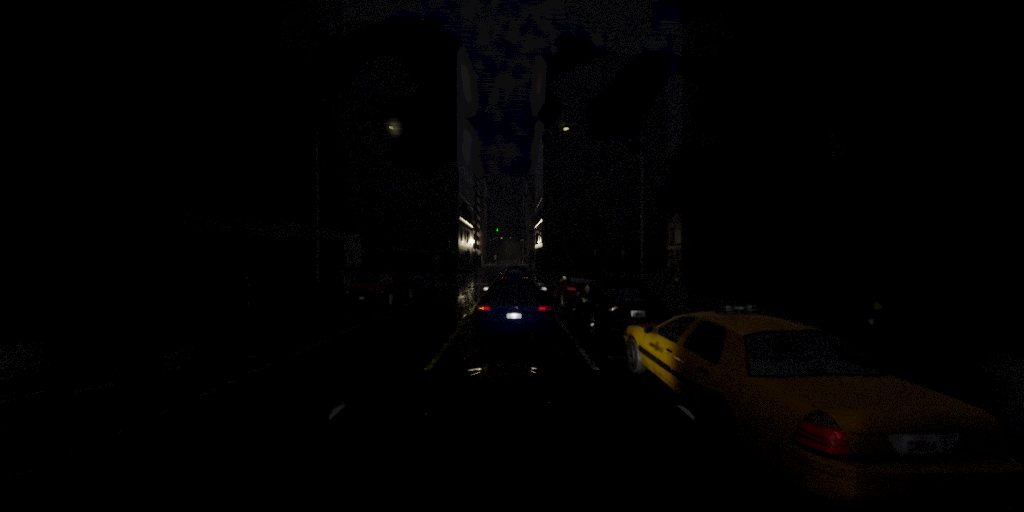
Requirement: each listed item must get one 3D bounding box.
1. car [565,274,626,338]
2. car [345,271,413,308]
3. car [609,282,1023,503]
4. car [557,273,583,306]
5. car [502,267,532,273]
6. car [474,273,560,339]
[{"bbox_3d":[2.873,1.361,10.214,1.948,1.339,4.313,0,0,0],"label":"car"},{"bbox_3d":[-5.674,1.370,15.795,1.888,1.381,4.507,0,0,0],"label":"car"},{"bbox_3d":[2.874,1.291,4.798,1.751,1.417,4.829,0,0,0],"label":"car"},{"bbox_3d":[2.871,1.407,15.800,1.802,1.307,4.207,0,0,0],"label":"car"},{"bbox_3d":[0.291,1.388,22.873,1.812,1.442,4.674,0,0,4],"label":"car"},{"bbox_3d":[0.086,1.359,10.258,1.994,1.385,4.181,0,0,1],"label":"car"}]
